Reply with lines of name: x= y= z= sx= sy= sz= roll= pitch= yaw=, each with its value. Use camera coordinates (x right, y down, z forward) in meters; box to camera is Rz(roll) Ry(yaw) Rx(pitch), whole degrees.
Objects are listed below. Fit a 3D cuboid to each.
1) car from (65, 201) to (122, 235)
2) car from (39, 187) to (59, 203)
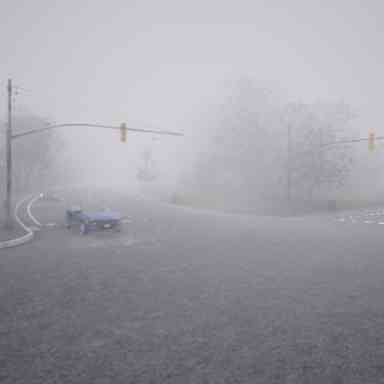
car: x=-5.320 y=1.279 z=17.615 sx=1.882 sy=1.535 sz=5.008 roll=0 pitch=1 yaw=-33
car: x=-17.456 y=0.287 z=40.628 sx=2.097 sy=1.767 sz=4.553 roll=1 pitch=3 yaw=-22
